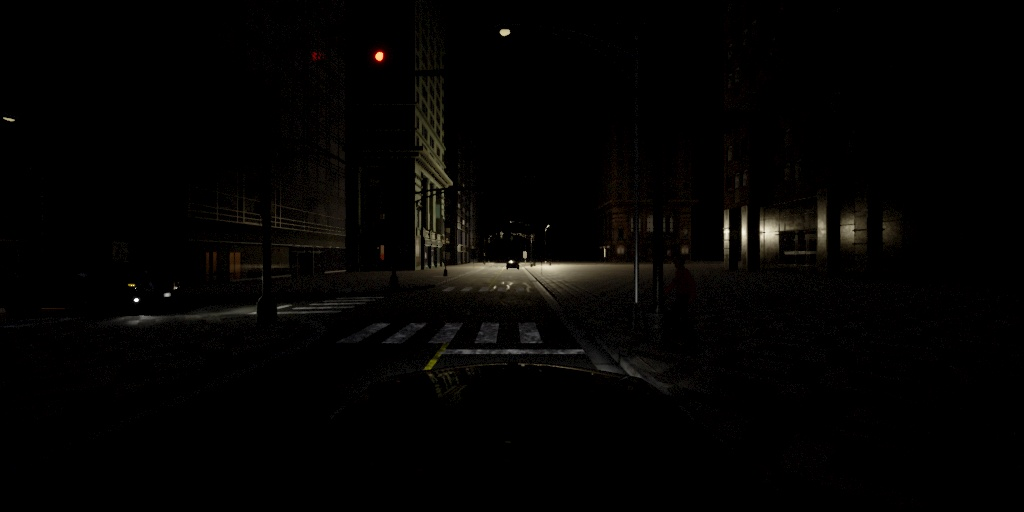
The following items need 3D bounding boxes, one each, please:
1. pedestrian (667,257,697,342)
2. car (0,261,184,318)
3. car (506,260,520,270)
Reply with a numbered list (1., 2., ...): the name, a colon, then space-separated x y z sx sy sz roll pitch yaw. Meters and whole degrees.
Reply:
1. pedestrian: 3.603 0.891 7.610 0.375 1.860 0.375 0 0 0
2. car: -16.104 1.192 13.855 5.566 2.045 2.150 -1 0 0
3. car: 0.111 1.325 53.476 1.994 1.385 4.181 0 0 0
